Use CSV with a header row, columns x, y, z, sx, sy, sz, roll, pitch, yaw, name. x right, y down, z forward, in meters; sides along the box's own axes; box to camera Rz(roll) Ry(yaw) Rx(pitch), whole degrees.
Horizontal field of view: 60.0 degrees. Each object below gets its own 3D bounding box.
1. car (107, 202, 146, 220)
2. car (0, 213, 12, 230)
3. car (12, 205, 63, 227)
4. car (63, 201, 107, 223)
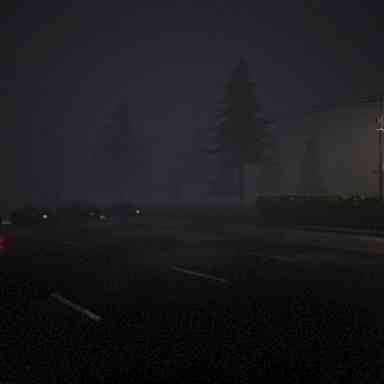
x,y,z,sx,sy,sz,roll,pitch,yaw,name
-5.666,1.521,27.486,1.994,1.385,4.181,0,0,-45,car
-12.793,1.488,19.761,2.128,1.511,4.902,0,0,-45,car
-10.846,1.548,22.771,1.994,1.385,4.181,0,0,-45,car
-8.967,1.449,25.846,1.882,1.535,5.008,0,0,-45,car
